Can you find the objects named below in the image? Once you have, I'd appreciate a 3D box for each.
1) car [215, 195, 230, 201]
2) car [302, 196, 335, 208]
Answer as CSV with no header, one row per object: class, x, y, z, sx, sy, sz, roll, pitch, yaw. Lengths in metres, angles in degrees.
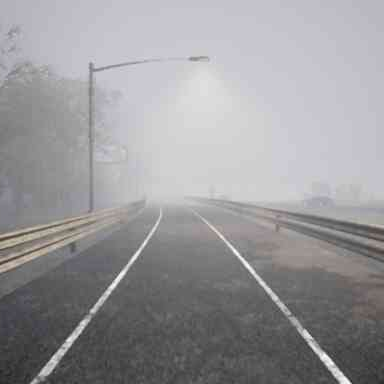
car,6.403,1.375,70.643,1.837,1.490,4.892,0,0,-22
car,16.899,1.283,44.667,1.837,1.490,4.892,0,0,-22
